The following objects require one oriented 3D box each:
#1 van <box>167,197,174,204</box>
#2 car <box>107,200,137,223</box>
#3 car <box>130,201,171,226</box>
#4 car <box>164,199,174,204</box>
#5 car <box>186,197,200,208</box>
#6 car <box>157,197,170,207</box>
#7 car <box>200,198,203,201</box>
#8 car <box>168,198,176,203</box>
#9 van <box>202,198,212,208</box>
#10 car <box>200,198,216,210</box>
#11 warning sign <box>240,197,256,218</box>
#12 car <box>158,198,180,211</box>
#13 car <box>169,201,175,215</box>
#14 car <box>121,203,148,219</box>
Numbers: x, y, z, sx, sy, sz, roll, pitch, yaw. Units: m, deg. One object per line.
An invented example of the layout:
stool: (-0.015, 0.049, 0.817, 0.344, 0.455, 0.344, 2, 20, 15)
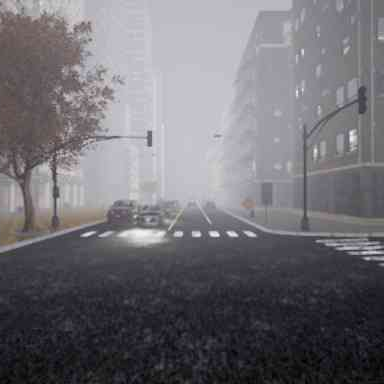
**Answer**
van: (-5.719, 2.212, 88.865, 1.690, 1.788, 3.998, 0, -1, 0)
car: (-5.701, 1.575, 28.118, 2.192, 1.841, 5.009, 0, -1, 0)
car: (-3.107, 1.731, 25.929, 2.128, 1.511, 4.902, 0, -1, 0)
car: (-5.717, 2.363, 83.341, 2.008, 1.369, 4.403, 0, -1, 0)
car: (-0.018, 2.091, 57.438, 2.033, 1.411, 5.357, 0, -1, 0)
car: (-5.713, 1.954, 66.775, 2.192, 1.841, 5.009, 0, -1, 0)
car: (2.672, 2.054, 55.901, 1.752, 1.417, 4.829, 0, -1, 0)
car: (-5.720, 2.475, 94.386, 1.887, 1.381, 4.507, 0, -1, 0)
van: (2.670, 1.924, 61.256, 1.690, 1.788, 3.998, 0, -1, 0)
car: (2.674, 2.038, 50.208, 1.947, 1.339, 4.313, 0, -1, 0)
warning sign: (5.060, 1.396, 30.247, 1.300, 1.860, 1.060, 0, 0, 0)
car: (-3.098, 1.901, 45.250, 1.882, 1.535, 5.008, 0, -1, 1)
car: (-3.109, 1.928, 35.164, 1.895, 1.301, 4.718, 0, -1, 0)
car: (-5.702, 1.878, 33.638, 1.947, 1.339, 4.313, 0, -1, 0)
